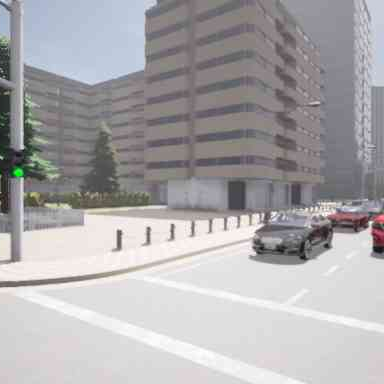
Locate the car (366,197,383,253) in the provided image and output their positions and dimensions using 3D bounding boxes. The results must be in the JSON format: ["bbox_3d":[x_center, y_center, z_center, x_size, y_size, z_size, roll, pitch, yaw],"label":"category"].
[{"bbox_3d":[8.609,1.220,13.114,2.150,2.045,5.566,0,0,36],"label":"car"}]

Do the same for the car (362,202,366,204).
[{"bbox_3d":[15.100,1.542,28.044,2.033,1.411,5.357,0,0,36],"label":"car"}]

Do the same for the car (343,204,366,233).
[{"bbox_3d":[9.369,1.595,20.131,1.895,1.301,4.718,0,0,36],"label":"car"}]

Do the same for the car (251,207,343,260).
[{"bbox_3d":[3.934,1.486,12.623,2.128,1.511,4.902,0,0,36],"label":"car"}]

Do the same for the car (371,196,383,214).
[{"bbox_3d":[21.084,1.346,36.244,2.097,1.767,4.553,0,0,36],"label":"car"}]
